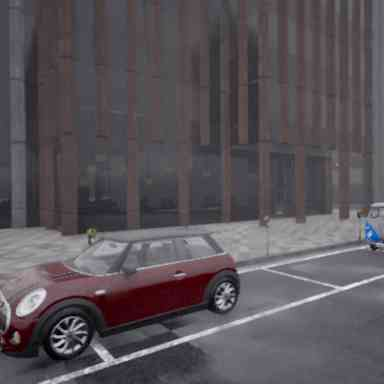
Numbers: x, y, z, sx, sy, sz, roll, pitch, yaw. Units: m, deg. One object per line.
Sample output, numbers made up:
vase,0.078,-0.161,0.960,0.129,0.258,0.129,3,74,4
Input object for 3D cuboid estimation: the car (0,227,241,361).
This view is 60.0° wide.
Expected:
car,-1.136,1.422,5.842,4.097,1.590,1.967,-1,0,-36

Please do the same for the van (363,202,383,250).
van,8.039,1.241,12.390,3.998,1.788,1.690,-1,0,-36
